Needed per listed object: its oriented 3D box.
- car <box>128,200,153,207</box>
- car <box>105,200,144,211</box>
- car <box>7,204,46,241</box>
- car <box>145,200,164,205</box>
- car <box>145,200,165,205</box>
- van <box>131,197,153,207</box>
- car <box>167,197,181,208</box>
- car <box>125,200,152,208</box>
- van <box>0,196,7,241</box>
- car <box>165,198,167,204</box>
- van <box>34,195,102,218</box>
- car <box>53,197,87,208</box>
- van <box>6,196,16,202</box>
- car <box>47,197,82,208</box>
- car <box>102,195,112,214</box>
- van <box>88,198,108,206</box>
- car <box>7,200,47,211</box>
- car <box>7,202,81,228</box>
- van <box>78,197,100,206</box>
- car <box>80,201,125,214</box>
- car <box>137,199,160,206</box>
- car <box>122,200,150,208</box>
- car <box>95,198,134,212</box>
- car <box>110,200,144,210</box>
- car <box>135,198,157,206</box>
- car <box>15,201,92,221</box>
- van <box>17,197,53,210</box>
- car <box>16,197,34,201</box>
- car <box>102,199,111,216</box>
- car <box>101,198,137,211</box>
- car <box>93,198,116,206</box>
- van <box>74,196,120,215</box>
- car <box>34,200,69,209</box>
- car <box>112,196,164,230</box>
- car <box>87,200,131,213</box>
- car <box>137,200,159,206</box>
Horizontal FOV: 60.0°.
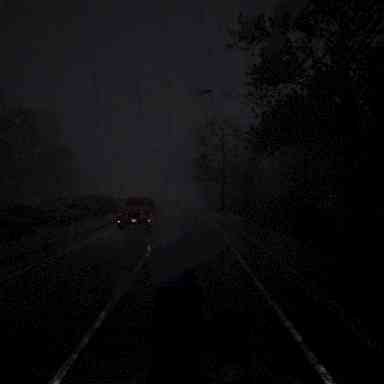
[{"bbox_3d":[-10.210,2.314,66.364,4.792,1.488,2.163,0,-1,0],"label":"car"},{"bbox_3d":[-10.077,1.944,49.711,5.366,1.575,1.946,0,-1,0],"label":"car"},{"bbox_3d":[-10.314,1.525,16.421,5.008,1.535,2.097,0,0,0],"label":"car"},{"bbox_3d":[-10.211,2.901,91.332,4.892,1.521,2.231,0,-2,0],"label":"car"},{"bbox_3d":[-10.386,2.977,94.108,5.366,1.575,1.946,0,-2,0],"label":"car"},{"bbox_3d":[-10.352,2.115,69.145,4.442,1.987,1.878,0,-1,0],"label":"van"},{"bbox_3d":[-3.258,2.263,63.869,1.812,1.442,4.674,0,-1,0],"label":"car"},{"bbox_3d":[-10.214,2.258,63.589,4.792,1.488,2.163,0,-1,0],"label":"car"},{"bbox_3d":[-10.430,1.288,13.645,4.442,1.987,1.878,0,0,0],"label":"van"},{"bbox_3d":[-10.023,2.816,88.557,5.366,1.575,1.946,0,-2,0],"label":"car"},{"bbox_3d":[-10.177,1.346,27.526,4.442,1.987,1.878,0,0,0],"label":"van"},{"bbox_3d":[-23.295,1.979,63.698,5.566,2.045,2.435,0,-1,0],"label":"car"},{"bbox_3d":[-23.475,1.497,38.645,4.442,1.987,1.878,0,-1,0],"label":"van"},{"bbox_3d":[-23.299,1.922,60.928,5.566,2.045,2.435,0,-1,0],"label":"car"},{"bbox_3d":[-10.314,1.358,33.063,5.566,2.045,2.435,0,-1,0],"label":"car"},{"bbox_3d":[-23.413,2.433,82.952,4.442,1.987,1.878,0,-2,0],"label":"van"},{"bbox_3d":[-23.344,1.933,47.074,4.674,1.452,2.002,0,-1,0],"label":"car"},{"bbox_3d":[-10.271,1.578,21.971,4.792,1.488,2.163,0,0,0],"label":"car"},{"bbox_3d":[-23.199,2.232,74.791,4.442,1.987,1.878,0,-1,0],"label":"van"},{"bbox_3d":[-10.281,1.762,38.608,4.674,1.452,2.002,0,-1,0],"label":"car"},{"bbox_3d":[-10.406,2.583,80.235,5.366,1.575,1.946,0,-2,0],"label":"car"},{"bbox_3d":[-10.218,2.201,60.813,4.792,1.488,2.163,0,-1,0],"label":"car"},{"bbox_3d":[-10.239,1.709,44.163,4.553,1.767,2.185,0,-1,0],"label":"car"},{"bbox_3d":[-10.253,2.004,52.487,4.892,1.521,2.231,0,-1,0],"label":"car"},{"bbox_3d":[-10.259,2.330,74.692,4.553,1.767,2.185,0,-1,0],"label":"car"},{"bbox_3d":[-10.300,1.600,24.749,4.674,1.452,2.002,0,0,0],"label":"car"},{"bbox_3d":[-23.459,1.721,49.723,4.442,1.987,1.878,0,-1,0],"label":"van"},{"bbox_3d":[-23.326,1.527,41.415,5.566,2.045,2.435,0,-1,0],"label":"car"},{"bbox_3d":[-10.319,1.613,30.307,4.792,1.488,2.163,0,-1,0],"label":"car"},{"bbox_3d":[-10.235,1.765,46.938,4.553,1.767,2.185,0,-1,0],"label":"car"},{"bbox_3d":[-23.317,2.569,88.614,5.566,2.045,2.435,0,-2,0],"label":"car"},{"bbox_3d":[-10.165,1.440,35.838,4.442,1.987,1.878,0,-1,0],"label":"van"},{"bbox_3d":[-23.329,2.061,55.383,5.008,1.535,2.097,0,-1,0],"label":"car"},{"bbox_3d":[-3.331,1.296,21.813,2.150,2.045,5.566,0,0,0],"label":"car"},{"bbox_3d":[-10.269,1.778,41.384,5.008,1.535,2.097,0,-1,0],"label":"car"},{"bbox_3d":[-10.218,2.519,77.468,4.892,1.521,2.231,0,-2,0],"label":"car"}]
